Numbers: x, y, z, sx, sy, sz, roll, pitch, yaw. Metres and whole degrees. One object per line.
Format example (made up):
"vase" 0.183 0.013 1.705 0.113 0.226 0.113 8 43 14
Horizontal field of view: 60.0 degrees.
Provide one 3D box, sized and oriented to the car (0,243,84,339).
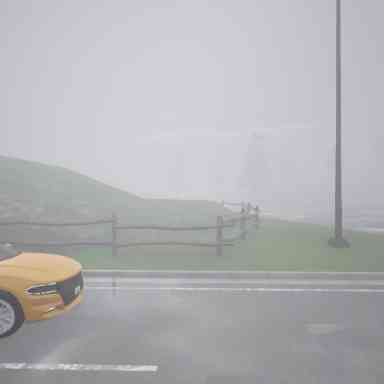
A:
"car" -4.539 1.478 6.035 5.008 1.535 1.882 0 0 2
